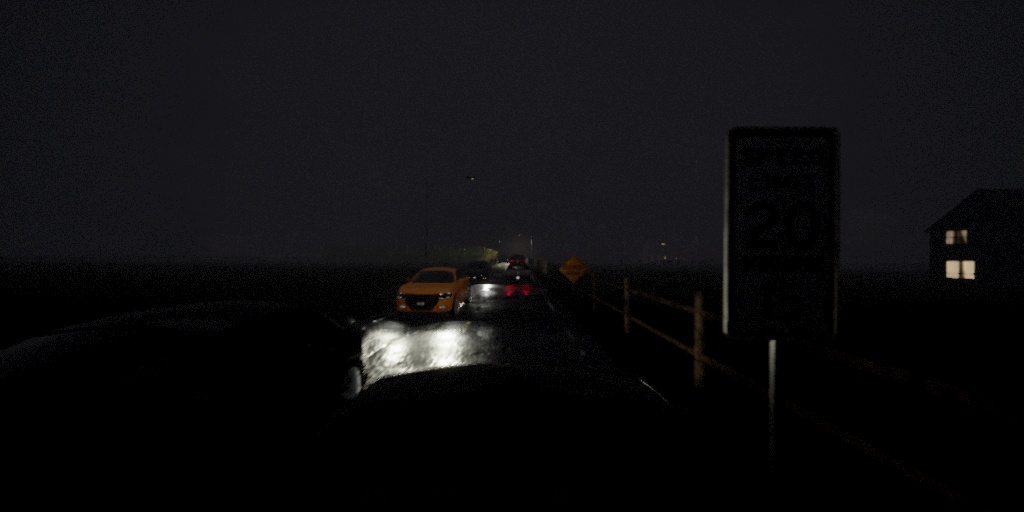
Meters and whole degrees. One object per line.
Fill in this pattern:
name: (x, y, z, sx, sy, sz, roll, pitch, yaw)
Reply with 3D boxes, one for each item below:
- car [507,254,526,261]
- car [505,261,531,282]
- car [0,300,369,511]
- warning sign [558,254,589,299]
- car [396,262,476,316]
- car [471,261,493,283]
car: (0.781, 0.829, 49.557, 2.150, 2.045, 5.566, 0, -1, 1)
car: (0.467, 1.261, 27.830, 1.895, 1.301, 4.718, 0, 0, 1)
car: (-2.852, 1.225, 2.952, 1.837, 1.490, 4.892, 0, 0, 1)
warning sign: (2.626, 0.834, 15.327, 1.300, 1.860, 1.060, 0, 0, 1)
car: (-2.699, 1.158, 13.263, 1.882, 1.535, 5.008, 1, 0, 1)
car: (-2.488, 1.139, 26.496, 1.837, 1.490, 4.892, 0, 1, 1)
